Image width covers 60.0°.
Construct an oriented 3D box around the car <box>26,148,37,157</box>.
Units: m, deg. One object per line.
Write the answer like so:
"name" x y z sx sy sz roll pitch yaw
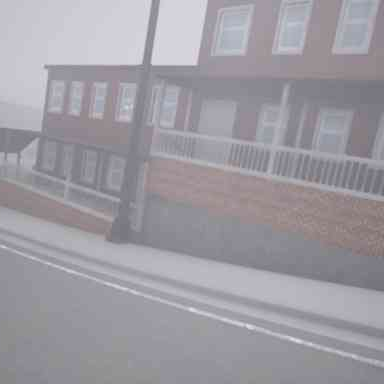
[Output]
"car" -19.924 -5.537 46.122 2.150 2.045 5.566 15 9 35
